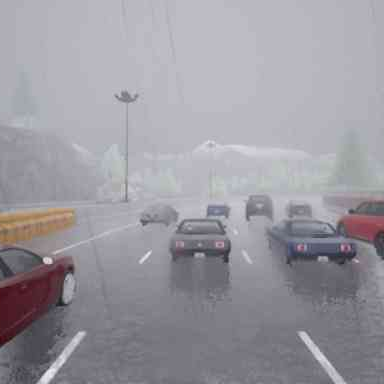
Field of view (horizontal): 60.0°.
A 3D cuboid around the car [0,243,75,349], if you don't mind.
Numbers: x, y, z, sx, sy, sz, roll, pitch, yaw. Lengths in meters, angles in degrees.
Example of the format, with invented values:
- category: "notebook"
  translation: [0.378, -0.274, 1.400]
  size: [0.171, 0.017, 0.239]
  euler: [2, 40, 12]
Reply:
- category: "car"
  translation: [-3.370, 1.480, 4.958]
  size: [1.882, 1.535, 5.008]
  euler: [0, 0, 1]

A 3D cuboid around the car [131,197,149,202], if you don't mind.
- category: "car"
  translation: [-8.288, 1.588, 57.860]
  size: [1.994, 1.385, 4.181]
  euler: [0, 0, 20]

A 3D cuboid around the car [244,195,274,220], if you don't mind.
- category: "car"
  translation: [5.582, 1.234, 27.810]
  size: [2.150, 2.045, 5.566]
  euler: [0, 0, 9]

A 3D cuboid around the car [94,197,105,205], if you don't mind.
- category: "car"
  translation: [-15.418, 1.589, 58.714]
  size: [1.994, 1.385, 4.181]
  euler: [0, 0, 19]

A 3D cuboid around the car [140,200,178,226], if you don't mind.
- category: "car"
  translation: [-2.172, 1.558, 23.292]
  size: [2.033, 1.411, 5.357]
  euler: [0, 0, 7]

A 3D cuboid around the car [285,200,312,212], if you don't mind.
- category: "car"
  translation: [9.599, 1.491, 30.215]
  size: [1.882, 1.535, 5.008]
  euler: [0, 0, 10]

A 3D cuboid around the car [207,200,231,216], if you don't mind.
- category: "car"
  translation: [2.489, 1.491, 30.223]
  size: [1.882, 1.535, 5.008]
  euler: [0, 0, 10]

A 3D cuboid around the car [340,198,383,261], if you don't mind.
- category: "car"
  translation: [7.362, 1.227, 12.325]
  size: [2.150, 2.045, 5.566]
  euler: [0, 0, 3]

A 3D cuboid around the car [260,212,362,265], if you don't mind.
- category: "car"
  translation: [3.824, 1.606, 11.644]
  size: [1.895, 1.301, 4.718]
  euler: [0, 0, 3]

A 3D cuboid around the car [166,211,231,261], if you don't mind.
- category: "car"
  translation: [0.351, 1.606, 12.184]
  size: [1.895, 1.301, 4.718]
  euler: [0, 0, 3]

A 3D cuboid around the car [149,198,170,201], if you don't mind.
- category: "car"
  translation: [-4.984, 1.625, 56.737]
  size: [1.895, 1.301, 4.718]
  euler: [0, 0, 20]

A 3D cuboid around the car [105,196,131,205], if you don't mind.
- category: "car"
  translation: [-12.238, 1.515, 57.203]
  size: [2.128, 1.511, 4.902]
  euler: [0, 0, 19]
